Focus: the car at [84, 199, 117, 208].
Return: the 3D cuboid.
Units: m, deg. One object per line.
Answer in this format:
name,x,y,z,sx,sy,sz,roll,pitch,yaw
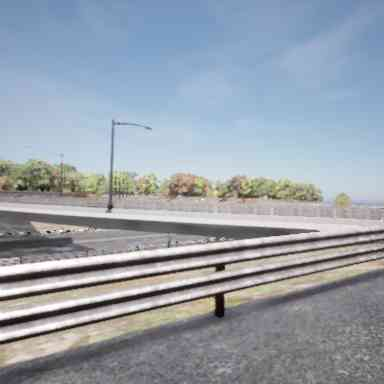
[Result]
car,-13.337,1.715,48.029,5.357,1.411,2.033,1,-1,30
